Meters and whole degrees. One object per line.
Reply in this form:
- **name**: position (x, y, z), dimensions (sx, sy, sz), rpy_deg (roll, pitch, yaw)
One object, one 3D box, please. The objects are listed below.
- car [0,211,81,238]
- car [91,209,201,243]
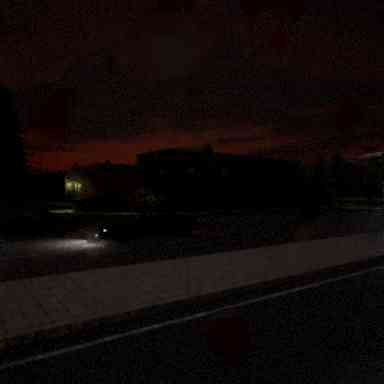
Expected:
- **car**: position (-8.178, 1.612, 16.541), dimensions (4.718, 1.301, 1.895), rpy_deg (0, 0, -35)
- **car**: position (-2.113, 1.581, 16.516), dimensions (5.357, 1.411, 2.033), rpy_deg (0, 0, -35)
